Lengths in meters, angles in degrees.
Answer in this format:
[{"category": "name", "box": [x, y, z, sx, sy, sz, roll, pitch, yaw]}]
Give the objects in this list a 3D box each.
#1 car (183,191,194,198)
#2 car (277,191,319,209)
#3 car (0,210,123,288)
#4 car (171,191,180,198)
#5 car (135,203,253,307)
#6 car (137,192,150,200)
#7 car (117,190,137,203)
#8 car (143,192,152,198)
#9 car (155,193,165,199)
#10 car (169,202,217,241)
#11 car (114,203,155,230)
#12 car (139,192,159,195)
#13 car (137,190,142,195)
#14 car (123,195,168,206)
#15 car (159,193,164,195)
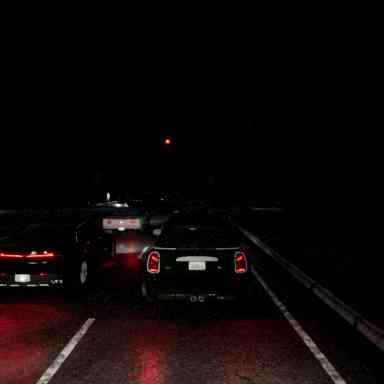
[{"category": "car", "box": [-0.686, 0.709, 86.072, 1.812, 1.442, 4.674, 0, 1, -4]}, {"category": "car", "box": [12.912, 0.927, 39.187, 5.566, 2.045, 2.150, 0, 1, -4]}, {"category": "car", "box": [-3.416, 1.468, 9.120, 1.837, 1.490, 4.892, 0, 0, 0]}, {"category": "car", "box": [-4.146, 0.683, 85.372, 1.882, 1.535, 5.008, 0, 1, -4]}, {"category": "car", "box": [0.087, 1.323, 8.068, 2.097, 1.767, 4.553, 0, 0, 0]}, {"category": "car", "box": [-10.737, 0.895, 73.512, 2.128, 1.511, 4.902, 0, 1, -1]}, {"category": "car", "box": [-10.699, 0.929, 53.847, 2.097, 1.767, 4.553, 0, 0, 0]}, {"category": "car", "box": [-11.073, 0.750, 83.734, 1.812, 1.442, 4.674, 0, 1, -2]}, {"category": "car", "box": [-7.307, 0.871, 76.490, 2.033, 1.411, 5.357, 0, 1, -1]}, {"category": "car", "box": [0.060, 1.388, 17.264, 2.128, 1.511, 4.902, 0, 0, 1]}, {"category": "car", "box": [-3.437, 1.487, 18.441, 1.895, 1.301, 4.718, 0, 0, 0]}, {"category": "car", "box": [-7.204, 1.106, 55.995, 2.033, 1.411, 5.357, 0, 1, 0]}, {"category": "car", "box": [-10.686, 0.710, 63.287, 2.150, 2.045, 5.566, 0, 1, 0]}, {"category": "car", "box": [-5.058, 1.315, 38.137, 4.718, 1.301, 1.895, 0, 1, -3]}, {"category": "car", "box": [-7.176, 1.006, 66.063, 2.033, 1.411, 5.357, 0, 1, 1]}]
